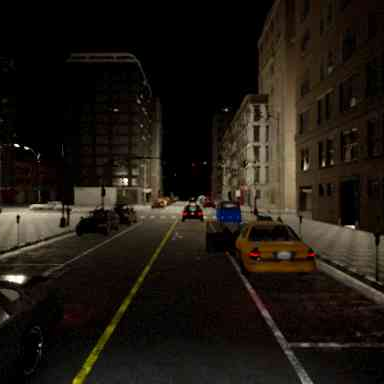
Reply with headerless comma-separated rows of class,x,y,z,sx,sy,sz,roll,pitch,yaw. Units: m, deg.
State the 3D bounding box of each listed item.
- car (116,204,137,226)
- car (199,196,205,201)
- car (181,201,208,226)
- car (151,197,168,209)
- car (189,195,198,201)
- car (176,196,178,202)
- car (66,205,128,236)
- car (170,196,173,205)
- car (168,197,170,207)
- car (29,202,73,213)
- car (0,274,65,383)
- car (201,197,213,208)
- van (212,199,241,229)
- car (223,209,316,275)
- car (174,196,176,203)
car,-5.342,1.632,25.068,1.967,1.590,4.097,0,0,0
car,2.744,1.746,57.341,2.192,1.841,5.009,0,0,0
car,0.052,1.766,28.729,2.033,1.411,5.357,0,0,0
car,-5.291,1.831,51.947,1.967,1.590,4.097,0,0,0
car,0.154,2.148,82.150,2.033,1.411,5.357,0,0,0
car,-5.229,2.177,84.402,2.008,1.369,4.403,0,0,0
car,-5.353,1.700,19.387,2.008,1.369,4.403,0,0,0
car,-5.271,1.786,62.766,2.192,1.841,5.009,0,0,0
car,-5.281,1.955,57.185,1.752,1.417,4.829,0,0,0
car,-17.057,1.820,40.262,4.718,1.301,1.895,0,0,0
car,-2.849,1.570,2.769,2.033,1.411,5.357,0,0,0
car,2.734,1.936,51.931,1.887,1.381,4.507,0,0,0
van,2.683,1.533,25.053,1.690,1.788,3.998,0,0,0
car,2.243,1.540,10.641,1.801,1.575,5.366,0,0,0
car,-5.250,2.115,73.583,1.947,1.339,4.313,0,0,0
